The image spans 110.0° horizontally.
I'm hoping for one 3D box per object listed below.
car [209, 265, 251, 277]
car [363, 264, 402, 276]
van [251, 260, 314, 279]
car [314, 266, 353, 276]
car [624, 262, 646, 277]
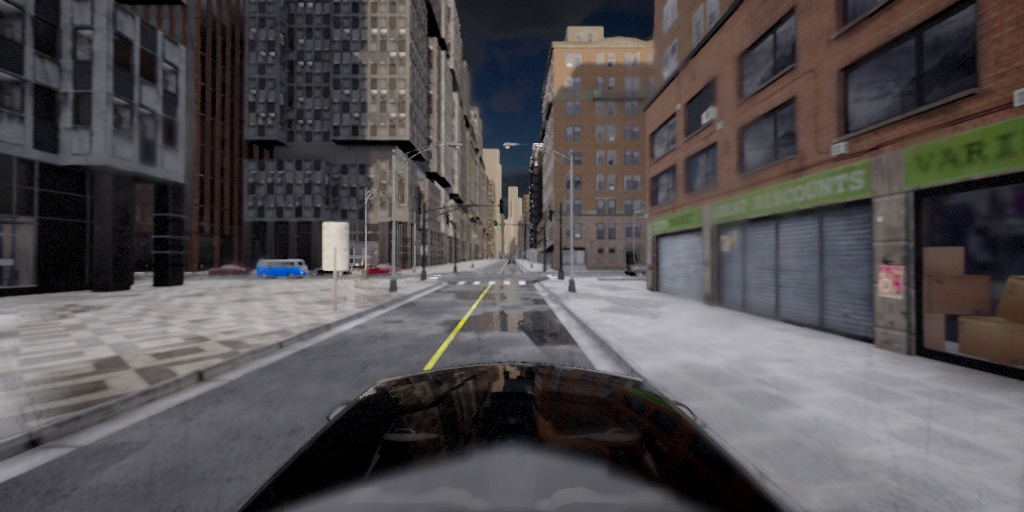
[{"bbox_3d":[-31.421,1.619,40.099,4.207,1.307,1.802,0,0,0],"label":"car"},{"bbox_3d":[-14.475,1.500,40.087,4.207,1.307,1.802,0,0,0],"label":"car"},{"bbox_3d":[-20.121,1.213,31.566,3.998,1.789,1.690,0,0,0],"label":"van"},{"bbox_3d":[-20.123,1.524,40.091,4.313,1.339,1.948,0,0,0],"label":"car"},{"bbox_3d":[12.103,1.200,31.543,4.313,1.339,1.948,0,0,0],"label":"car"}]
